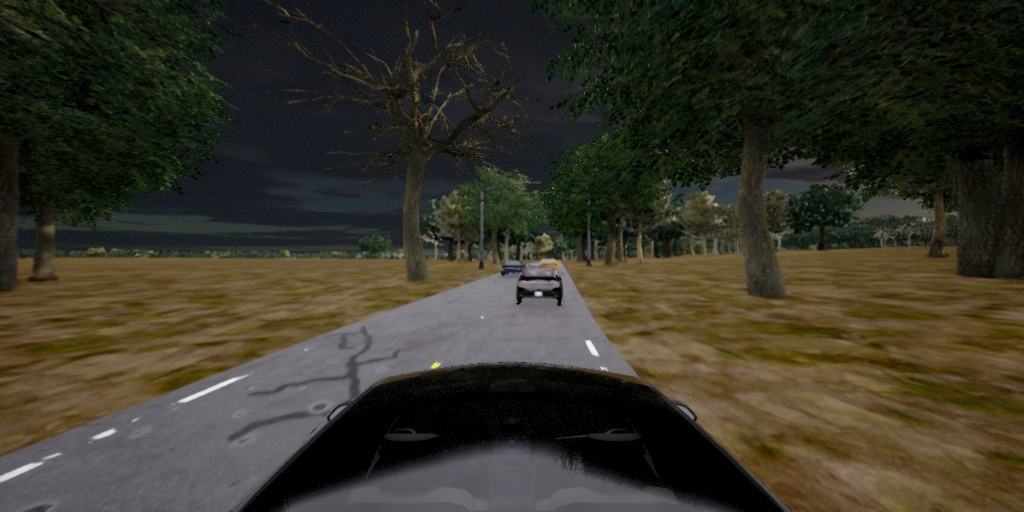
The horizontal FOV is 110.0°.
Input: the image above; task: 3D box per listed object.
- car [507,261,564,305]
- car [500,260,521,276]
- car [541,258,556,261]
[{"bbox_3d":[1.238,1.164,15.662,2.128,1.511,4.902,0,1,6],"label":"car"},{"bbox_3d":[0.170,1.065,32.816,2.033,1.411,5.357,0,0,7],"label":"car"},{"bbox_3d":[3.684,0.984,35.974,1.882,1.535,5.008,0,0,7],"label":"car"}]
